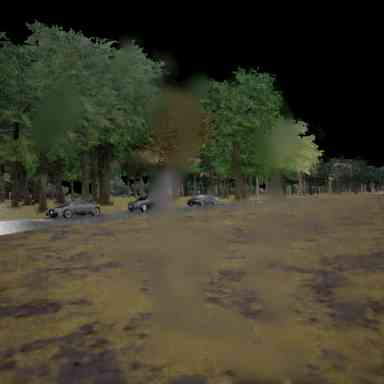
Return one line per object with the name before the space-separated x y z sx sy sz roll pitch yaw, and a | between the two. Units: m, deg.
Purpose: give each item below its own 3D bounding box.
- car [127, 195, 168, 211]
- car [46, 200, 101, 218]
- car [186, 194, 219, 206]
car | -4.481 1.133 33.830 1.837 1.490 4.892 -3 -1 35
car | -9.467 1.330 26.745 1.994 1.385 4.181 -3 -1 36
car | 1.463 1.019 42.227 2.033 1.411 5.357 -3 -1 35
